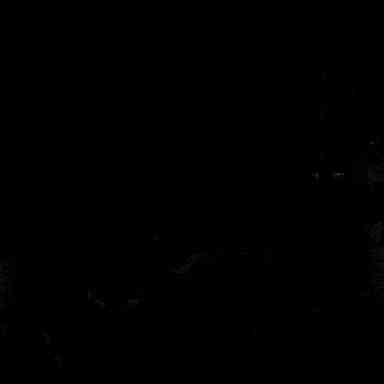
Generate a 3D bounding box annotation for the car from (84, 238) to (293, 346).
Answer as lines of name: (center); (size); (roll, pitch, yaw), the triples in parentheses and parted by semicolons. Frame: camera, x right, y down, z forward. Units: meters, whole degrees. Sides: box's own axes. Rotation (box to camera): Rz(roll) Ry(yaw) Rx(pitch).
car: (0.154, 1.580, 6.288); (4.206, 1.307, 1.802); (0, 0, -35)
